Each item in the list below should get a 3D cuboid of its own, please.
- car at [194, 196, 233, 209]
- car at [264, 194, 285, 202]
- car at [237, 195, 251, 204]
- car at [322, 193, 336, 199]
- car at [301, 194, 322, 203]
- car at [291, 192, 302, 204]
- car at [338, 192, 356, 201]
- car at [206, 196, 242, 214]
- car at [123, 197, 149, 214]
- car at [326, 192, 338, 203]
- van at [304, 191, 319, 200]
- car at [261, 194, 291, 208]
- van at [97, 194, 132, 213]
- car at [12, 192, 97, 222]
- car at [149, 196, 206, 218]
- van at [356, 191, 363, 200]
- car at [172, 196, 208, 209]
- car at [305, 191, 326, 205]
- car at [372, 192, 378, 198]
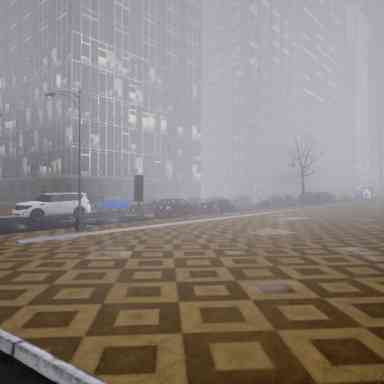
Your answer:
[{"bbox_3d":[2.711,1.220,40.686,2.033,1.411,5.357,0,1,41],"label":"car"},{"bbox_3d":[14.593,1.056,58.585,1.947,1.339,4.313,1,1,41],"label":"car"},{"bbox_3d":[7.202,1.148,49.934,1.947,1.339,4.313,1,1,41],"label":"car"},{"bbox_3d":[33.070,0.828,80.212,1.947,1.339,4.313,1,1,41],"label":"car"},{"bbox_3d":[20.265,1.062,56.325,1.994,1.385,4.181,0,1,41],"label":"car"},{"bbox_3d":[13.898,1.102,48.864,1.812,1.442,4.674,0,1,41],"label":"car"},{"bbox_3d":[28.453,0.957,61.905,1.752,1.417,4.829,1,1,41],"label":"car"},{"bbox_3d":[2.527,1.320,31.459,1.947,1.339,4.313,1,1,41],"label":"car"},{"bbox_3d":[-4.038,1.357,32.797,1.895,1.301,4.718,0,1,41],"label":"car"},{"bbox_3d":[20.953,0.839,53.123,2.192,1.841,5.009,1,1,41],"label":"car"},{"bbox_3d":[25.680,0.694,71.557,1.690,1.788,3.998,1,1,41],"label":"van"},{"bbox_3d":[9.866,1.244,40.151,1.802,1.307,4.206,1,1,41],"label":"car"},{"bbox_3d":[-7.669,1.106,32.711,1.690,1.788,3.998,1,1,41],"label":"van"},{"bbox_3d":[-10.478,1.059,25.261,2.150,2.045,5.566,0,1,41],"label":"car"},{"bbox_3d":[-1.125,1.240,27.096,1.967,1.590,4.097,1,1,41],"label":"car"},{"bbox_3d":[35.735,0.683,70.424,1.690,1.788,3.998,1,1,41],"label":"van"},{"bbox_3d":[-0.194,1.218,41.291,1.887,1.381,4.507,1,1,41],"label":"car"},{"bbox_3d":[17.258,0.885,48.798,2.192,1.841,5.009,1,1,41],"label":"car"},{"bbox_3d":[43.151,0.704,79.641,1.801,1.575,5.366,0,1,41],"label":"car"}]
